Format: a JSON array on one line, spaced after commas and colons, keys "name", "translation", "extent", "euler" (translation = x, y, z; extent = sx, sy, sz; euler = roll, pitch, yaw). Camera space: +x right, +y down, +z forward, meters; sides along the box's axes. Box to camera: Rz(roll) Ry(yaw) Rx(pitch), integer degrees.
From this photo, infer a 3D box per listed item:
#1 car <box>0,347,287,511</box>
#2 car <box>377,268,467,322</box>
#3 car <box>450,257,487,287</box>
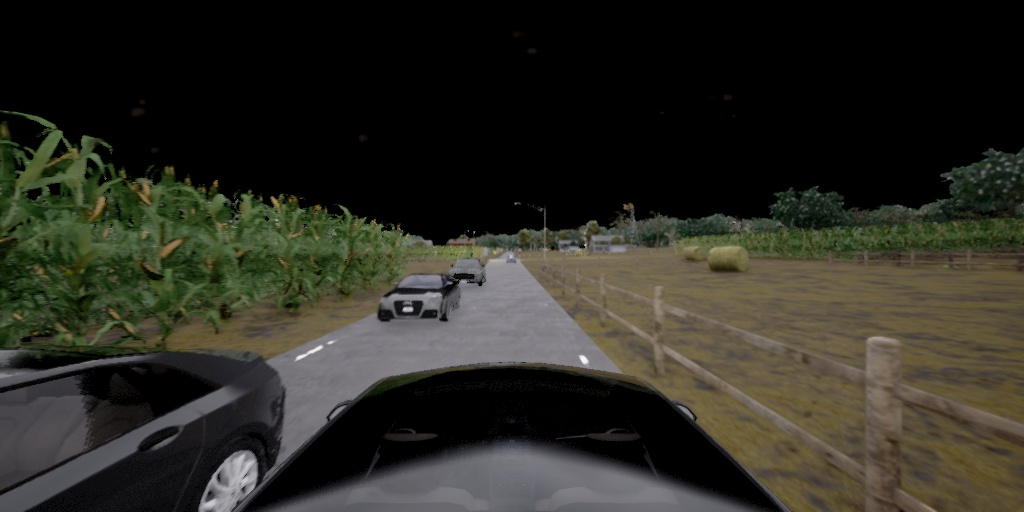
[{"name": "car", "translation": [-2.843, 1.261, 1.097], "extent": [1.837, 1.490, 4.892], "euler": [0, 0, 0]}, {"name": "car", "translation": [-2.857, 1.265, 11.859], "extent": [1.994, 1.385, 4.181], "euler": [0, 0, 0]}, {"name": "car", "translation": [-2.783, 0.892, 22.944], "extent": [2.097, 1.767, 4.553], "euler": [0, 1, 0]}]
